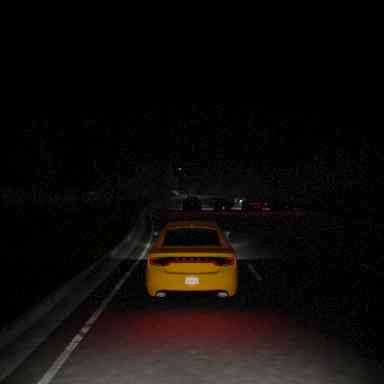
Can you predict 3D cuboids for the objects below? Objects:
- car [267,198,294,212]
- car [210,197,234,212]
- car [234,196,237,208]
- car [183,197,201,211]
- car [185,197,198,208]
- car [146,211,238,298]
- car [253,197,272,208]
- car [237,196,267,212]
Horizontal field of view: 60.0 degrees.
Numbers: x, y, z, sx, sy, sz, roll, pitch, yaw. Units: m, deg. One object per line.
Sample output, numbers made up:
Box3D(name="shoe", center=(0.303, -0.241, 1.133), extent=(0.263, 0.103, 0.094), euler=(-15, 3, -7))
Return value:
Box3D(name="car", center=(10.495, 1.478, 39.188), extent=(1.882, 1.535, 5.008), euler=(0, 0, 0))
Box3D(name="car", center=(3.495, 1.505, 39.187), extent=(1.837, 1.490, 4.892), euler=(0, 0, 0))
Box3D(name="car", center=(6.994, 1.352, 49.577), extent=(2.097, 1.767, 4.553), euler=(0, 0, 0))
Box3D(name="car", center=(-0.005, 1.352, 39.573), extent=(2.097, 1.767, 4.553), euler=(0, 0, 0))
Box3D(name="car", center=(-0.006, 1.505, 49.606), extent=(1.837, 1.490, 4.892), euler=(0, 0, 0))
Box3D(name="car", center=(-0.001, 1.478, 8.578), extent=(1.882, 1.535, 5.008), euler=(0, 0, 0))
Box3D(name="car", center=(10.494, 1.526, 49.607), extent=(1.812, 1.442, 4.674), euler=(0, 0, 0))
Box3D(name="car", center=(6.995, 1.491, 39.187), extent=(2.128, 1.511, 4.902), euler=(0, 0, 0))
